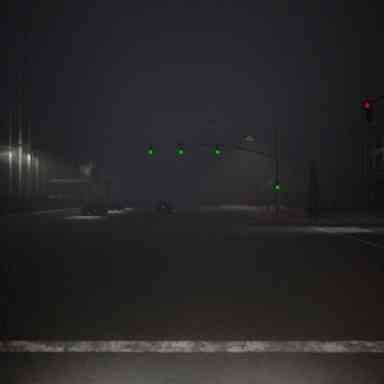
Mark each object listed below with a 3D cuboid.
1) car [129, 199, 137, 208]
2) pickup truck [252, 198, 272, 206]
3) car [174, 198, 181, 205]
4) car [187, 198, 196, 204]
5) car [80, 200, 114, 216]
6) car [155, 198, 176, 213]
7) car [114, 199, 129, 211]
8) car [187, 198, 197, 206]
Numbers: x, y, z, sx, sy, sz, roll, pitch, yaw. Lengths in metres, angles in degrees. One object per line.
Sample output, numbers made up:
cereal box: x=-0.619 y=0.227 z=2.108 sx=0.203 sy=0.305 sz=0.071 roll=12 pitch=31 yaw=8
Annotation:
car: x=-10.607 y=1.874 z=56.982 sx=2.128 sy=1.511 sz=4.902 roll=0 pitch=0 yaw=0
pickup truck: x=13.081 y=1.468 z=61.036 sx=2.390 sy=2.098 sz=6.274 roll=0 pitch=0 yaw=30
car: x=-3.433 y=1.995 z=69.875 sx=1.812 sy=1.442 sz=4.674 roll=0 pitch=0 yaw=0
car: x=-0.050 y=2.049 z=75.816 sx=2.033 sy=1.411 sz=5.357 roll=0 pitch=0 yaw=0
car: x=-10.611 y=1.795 z=36.743 sx=2.033 sy=1.411 sz=5.357 roll=0 pitch=0 yaw=0
car: x=-3.439 y=1.844 z=41.684 sx=1.994 sy=1.385 sz=4.181 roll=0 pitch=0 yaw=0
car: x=-10.619 y=1.877 z=46.616 sx=1.994 sy=1.385 sz=4.181 roll=0 pitch=0 yaw=0
car: x=0.055 y=2.044 z=66.022 sx=1.895 sy=1.301 sz=4.718 roll=0 pitch=0 yaw=0
